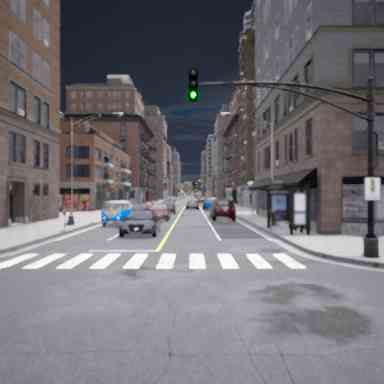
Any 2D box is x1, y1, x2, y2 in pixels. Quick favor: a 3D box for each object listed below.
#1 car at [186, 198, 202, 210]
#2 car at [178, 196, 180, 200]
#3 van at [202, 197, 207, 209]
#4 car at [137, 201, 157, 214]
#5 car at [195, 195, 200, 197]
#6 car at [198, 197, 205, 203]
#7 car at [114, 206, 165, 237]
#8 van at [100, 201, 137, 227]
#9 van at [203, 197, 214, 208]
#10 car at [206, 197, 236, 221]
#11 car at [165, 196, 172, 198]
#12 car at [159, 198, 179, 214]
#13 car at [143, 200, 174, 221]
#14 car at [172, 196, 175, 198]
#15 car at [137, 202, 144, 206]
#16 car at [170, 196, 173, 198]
[{"bbox_3d":[0.077,1.936,49.651,1.994,1.385,4.181,0,0,0],"label":"car"},{"bbox_3d":[-5.351,2.253,94.415,2.008,1.369,4.403,0,0,0],"label":"car"},{"bbox_3d":[2.709,1.684,45.760,1.690,1.788,3.998,0,0,0],"label":"van"},{"bbox_3d":[-5.387,1.847,40.354,1.887,1.381,4.507,0,0,0],"label":"car"},{"bbox_3d":[2.295,1.942,79.054,2.097,1.767,4.553,0,0,0],"label":"car"},{"bbox_3d":[2.683,2.230,94.583,1.752,1.417,4.829,0,0,0],"label":"car"},{"bbox_3d":[-2.841,1.707,18.934,1.994,1.385,4.181,0,0,0],"label":"car"},{"bbox_3d":[-5.398,1.522,24.137,1.690,1.788,3.998,0,0,0],"label":"van"},{"bbox_3d":[2.703,1.764,56.572,1.690,1.788,3.998,0,0,0],"label":"van"},{"bbox_3d":[2.717,1.538,29.542,2.192,1.841,5.009,0,0,0],"label":"car"},{"bbox_3d":[-5.373,2.013,61.978,2.008,1.369,4.403,0,0,0],"label":"car"},{"bbox_3d":[-2.820,1.800,39.577,1.837,1.490,4.892,0,0,0],"label":"car"},{"bbox_3d":[-2.836,1.745,29.235,1.812,1.442,4.674,0,0,0],"label":"car"},{"bbox_3d":[-5.366,1.857,72.792,2.192,1.841,5.009,0,0,0],"label":"car"},{"bbox_3d":[-5.391,1.828,34.948,1.947,1.339,4.313,0,0,0],"label":"car"},{"bbox_3d":[-5.369,2.068,67.384,1.947,1.339,4.313,0,0,0],"label":"car"}]
